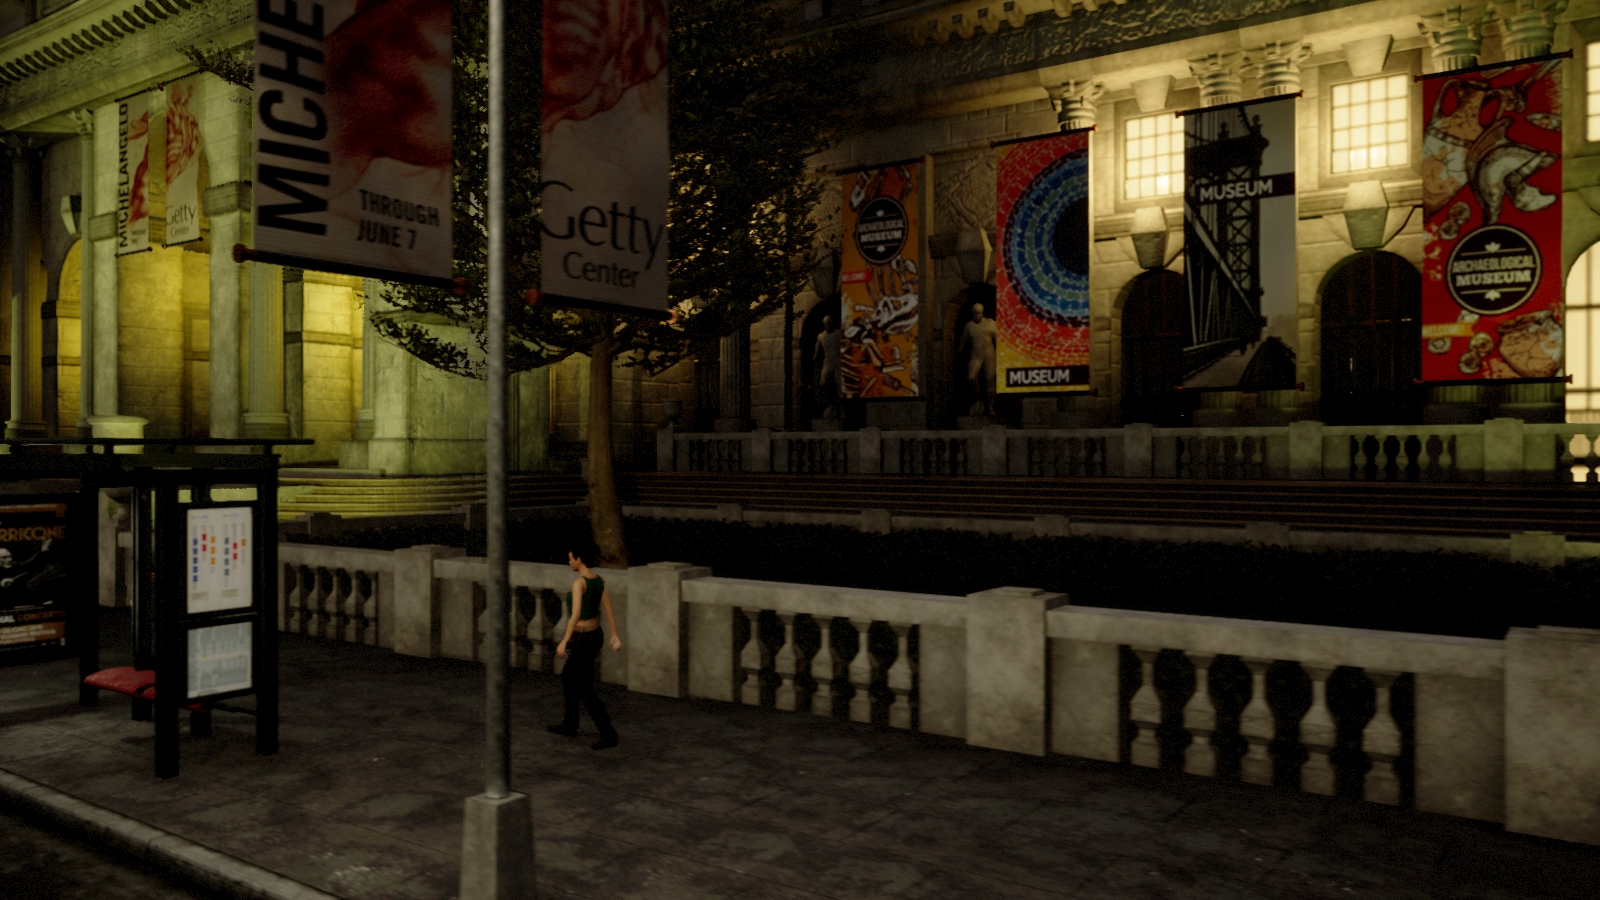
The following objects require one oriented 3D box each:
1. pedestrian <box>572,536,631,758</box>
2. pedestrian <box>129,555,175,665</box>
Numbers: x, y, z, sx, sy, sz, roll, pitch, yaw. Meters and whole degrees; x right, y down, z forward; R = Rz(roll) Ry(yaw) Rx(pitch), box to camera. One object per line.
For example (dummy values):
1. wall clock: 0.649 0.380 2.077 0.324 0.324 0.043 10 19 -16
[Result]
1. pedestrian: -1.736 1.698 10.001 0.375 1.860 0.375 0 0 19
2. pedestrian: -8.066 1.978 14.222 0.375 1.300 0.375 0 0 37
